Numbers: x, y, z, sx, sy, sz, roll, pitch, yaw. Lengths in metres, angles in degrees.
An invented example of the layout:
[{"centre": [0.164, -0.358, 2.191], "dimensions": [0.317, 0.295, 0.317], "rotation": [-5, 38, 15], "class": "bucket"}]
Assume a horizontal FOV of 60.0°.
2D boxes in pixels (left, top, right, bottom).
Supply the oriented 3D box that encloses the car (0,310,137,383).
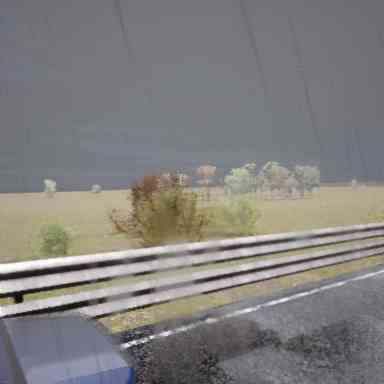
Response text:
[{"centre": [-2.847, 1.548, 1.646], "dimensions": [5.357, 1.411, 2.033], "rotation": [0, 0, -35], "class": "car"}]
